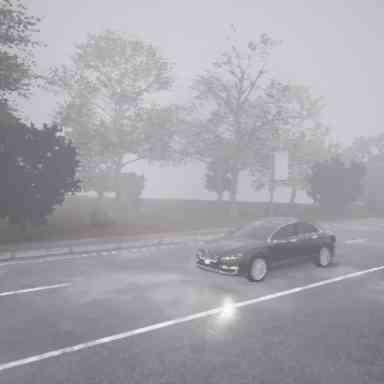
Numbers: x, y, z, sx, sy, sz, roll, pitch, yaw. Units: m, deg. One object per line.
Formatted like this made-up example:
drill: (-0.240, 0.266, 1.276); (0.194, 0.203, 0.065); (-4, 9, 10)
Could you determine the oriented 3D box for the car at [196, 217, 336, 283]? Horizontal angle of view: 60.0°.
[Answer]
car: (2.373, 1.550, 9.981); (4.892, 1.490, 1.837); (0, 0, -35)
